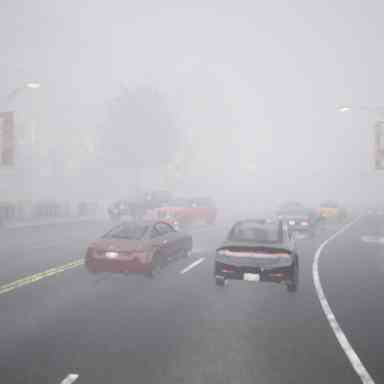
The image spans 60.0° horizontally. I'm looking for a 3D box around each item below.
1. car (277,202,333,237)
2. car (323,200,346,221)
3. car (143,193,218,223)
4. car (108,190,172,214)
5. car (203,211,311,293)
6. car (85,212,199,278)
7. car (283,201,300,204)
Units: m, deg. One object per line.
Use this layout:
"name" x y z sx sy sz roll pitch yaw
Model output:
"car" 6.034 1.525 18.092 2.033 1.411 5.357 0 0 30
"car" 11.276 1.428 26.920 1.801 1.575 5.366 0 0 31
"car" -0.349 1.287 21.280 2.150 2.045 5.566 0 0 32
"car" -3.322 0.829 23.124 2.150 2.045 5.566 0 0 32
"car" 1.852 1.478 8.945 2.128 1.511 4.902 0 0 16
"car" -1.412 1.541 10.251 1.994 1.385 4.181 0 0 17
"car" 9.118 1.509 29.920 2.033 1.411 5.357 0 0 31
